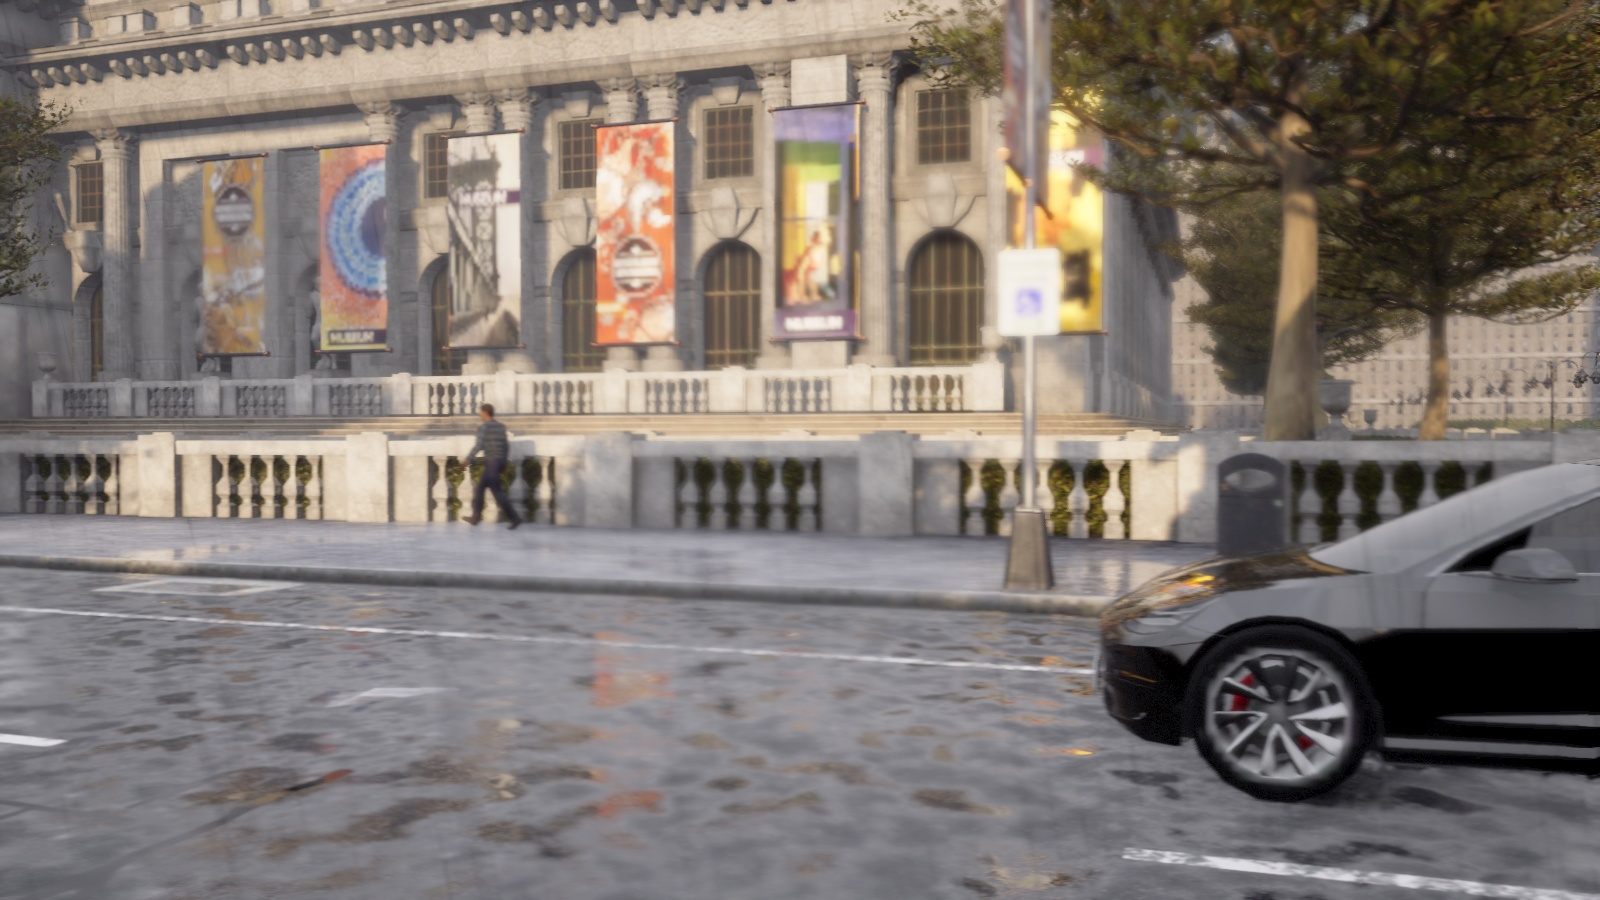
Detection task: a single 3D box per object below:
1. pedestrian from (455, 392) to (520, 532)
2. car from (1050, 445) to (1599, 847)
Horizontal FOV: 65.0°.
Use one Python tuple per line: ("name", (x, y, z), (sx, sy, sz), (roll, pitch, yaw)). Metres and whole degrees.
("pedestrian", (-4.436, 0.164, 17.821), (0.788, 1.949, 0.423), (1, 1, 19))
("car", (3.682, 0.751, 5.695), (4.792, 1.488, 2.163), (1, 1, 17))
